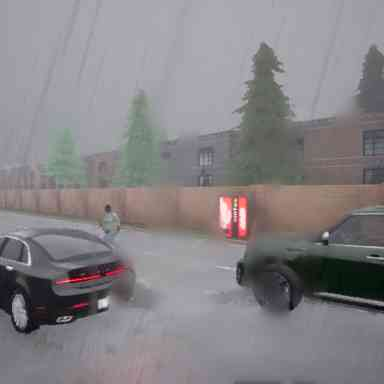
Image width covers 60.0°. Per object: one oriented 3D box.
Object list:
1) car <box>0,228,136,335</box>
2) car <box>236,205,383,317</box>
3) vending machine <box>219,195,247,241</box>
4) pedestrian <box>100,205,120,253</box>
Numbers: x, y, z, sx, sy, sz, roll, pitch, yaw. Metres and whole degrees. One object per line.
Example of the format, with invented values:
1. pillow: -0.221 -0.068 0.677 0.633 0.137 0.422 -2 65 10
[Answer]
1. car: -3.202 1.504 6.838 4.892 1.490 1.837 0 0 40
2. car: 3.530 1.221 5.841 5.566 2.045 2.150 0 0 38
3. vending machine: 1.982 1.195 16.014 0.880 2.100 1.100 0 0 42
4. pedestrian: -2.904 1.294 11.843 0.375 1.860 0.375 0 0 42
